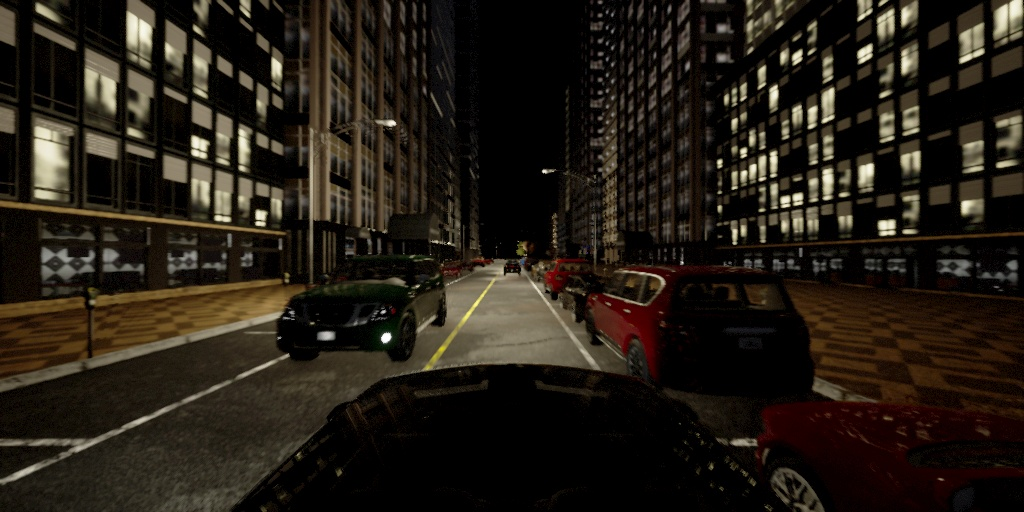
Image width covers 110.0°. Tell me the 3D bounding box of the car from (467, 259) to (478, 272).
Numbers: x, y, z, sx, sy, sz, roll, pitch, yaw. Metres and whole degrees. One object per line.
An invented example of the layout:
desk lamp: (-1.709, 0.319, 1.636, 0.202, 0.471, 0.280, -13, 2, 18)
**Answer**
car: (-5.668, 1.331, 45.214, 1.802, 1.307, 4.207, 0, 0, 0)

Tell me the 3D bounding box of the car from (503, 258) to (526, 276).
car: (0.031, 1.240, 37.555, 2.128, 1.511, 4.902, 0, 0, 0)

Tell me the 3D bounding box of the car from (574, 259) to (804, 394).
car: (2.693, 1.065, 6.435, 2.192, 1.841, 5.009, 0, 0, 0)

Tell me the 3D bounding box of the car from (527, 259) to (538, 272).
car: (2.707, 1.275, 34.302, 1.751, 1.417, 4.829, 0, 0, 0)

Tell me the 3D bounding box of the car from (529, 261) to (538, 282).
car: (2.705, 1.300, 28.592, 2.007, 1.370, 4.403, 0, 0, 0)

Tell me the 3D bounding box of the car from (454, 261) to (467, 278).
car: (-5.673, 1.332, 34.135, 1.802, 1.307, 4.207, 0, 0, 0)

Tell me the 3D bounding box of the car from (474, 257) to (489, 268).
car: (-5.660, 1.062, 61.832, 2.192, 1.841, 5.009, 0, 0, 0)

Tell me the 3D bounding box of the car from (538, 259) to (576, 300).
car: (2.699, 1.064, 17.514, 2.192, 1.841, 5.009, 0, 0, 0)

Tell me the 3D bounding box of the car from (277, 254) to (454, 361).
car: (-3.029, 0.973, 8.671, 2.150, 2.045, 5.566, 0, 0, 1)

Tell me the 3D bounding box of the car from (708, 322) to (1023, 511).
car: (2.691, 1.295, 0.895, 1.888, 1.381, 4.507, 0, 0, 0)

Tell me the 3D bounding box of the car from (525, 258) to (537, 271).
car: (2.713, 1.314, 45.210, 1.948, 1.339, 4.313, 0, 0, 0)

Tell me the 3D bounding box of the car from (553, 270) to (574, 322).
car: (2.696, 1.316, 11.975, 1.948, 1.339, 4.313, 0, 0, 0)
